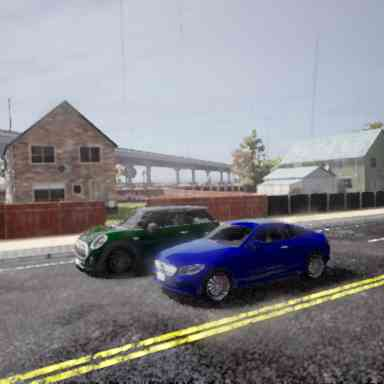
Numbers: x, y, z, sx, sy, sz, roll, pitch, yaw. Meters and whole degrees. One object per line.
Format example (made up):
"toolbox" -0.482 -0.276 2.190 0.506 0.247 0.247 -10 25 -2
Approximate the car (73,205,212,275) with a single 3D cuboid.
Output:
"car" -1.200 1.242 10.202 4.553 1.767 2.097 -1 1 -31

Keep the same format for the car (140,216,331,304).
"car" 1.357 1.399 7.952 4.674 1.442 1.812 -1 1 -31
